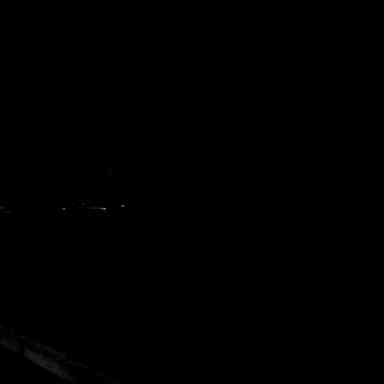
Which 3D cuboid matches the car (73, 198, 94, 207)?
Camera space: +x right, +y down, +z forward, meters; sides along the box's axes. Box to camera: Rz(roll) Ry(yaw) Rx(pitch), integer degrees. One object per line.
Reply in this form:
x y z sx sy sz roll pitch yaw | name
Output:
-16.404 1.504 47.878 2.033 1.411 5.357 0 0 39 | car

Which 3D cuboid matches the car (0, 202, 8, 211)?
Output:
-22.204 1.556 40.674 1.994 1.385 4.181 0 0 38 | car

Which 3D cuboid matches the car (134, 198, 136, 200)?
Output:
-10.146 1.418 55.653 1.994 1.385 4.181 0 1 38 | car

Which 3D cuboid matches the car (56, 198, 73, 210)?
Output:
-17.838 1.536 40.508 2.033 1.411 5.357 0 0 39 | car

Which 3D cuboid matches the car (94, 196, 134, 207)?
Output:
-11.300 1.432 48.632 1.837 1.490 4.892 0 1 39 | car
